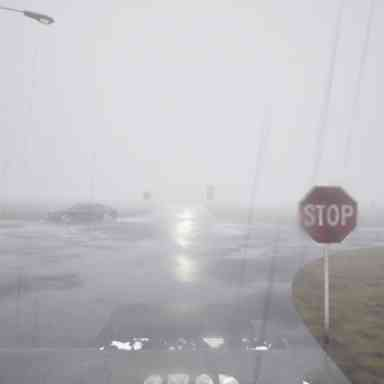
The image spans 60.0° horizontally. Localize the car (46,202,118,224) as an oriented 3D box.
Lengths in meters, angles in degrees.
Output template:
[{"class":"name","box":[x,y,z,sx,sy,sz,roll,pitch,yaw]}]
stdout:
[{"class":"car","box":[-7.721,1.462,23.709,4.892,1.490,1.837,2,4,-37]}]
